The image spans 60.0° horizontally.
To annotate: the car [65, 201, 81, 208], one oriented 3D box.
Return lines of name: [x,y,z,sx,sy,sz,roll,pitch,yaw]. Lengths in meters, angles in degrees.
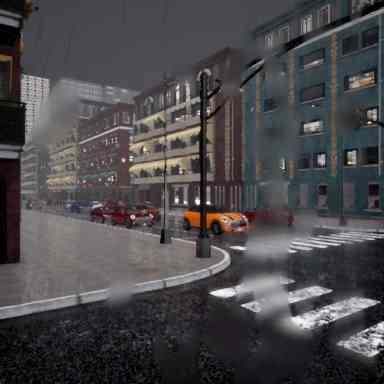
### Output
car: [-23.337,2.377,65.003,1.947,1.339,4.313,-1,0,-35]

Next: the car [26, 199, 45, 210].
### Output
car: [-26.604,2.171,55.922,1.967,1.590,4.097,-1,0,-35]

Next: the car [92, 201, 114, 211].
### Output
car: [-13.796,2.159,51.363,2.008,1.369,4.403,-1,0,-35]

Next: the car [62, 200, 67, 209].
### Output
car: [-19.718,2.212,55.369,1.812,1.442,4.674,0,-1,-35]

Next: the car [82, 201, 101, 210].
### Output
car: [-16.976,2.258,55.909,1.802,1.307,4.206,-1,0,-35]

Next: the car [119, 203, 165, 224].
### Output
car: [-4.428,1.781,28.541,1.882,1.535,5.008,0,-1,-35]

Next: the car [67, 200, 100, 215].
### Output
car: [-13.699,1.854,41.833,2.097,1.767,4.553,0,-1,-35]

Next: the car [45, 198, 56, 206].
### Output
car: [-32.882,2.328,78.644,2.192,1.841,5.009,-1,0,-35]

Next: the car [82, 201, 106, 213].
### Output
car: [-14.020,2.090,47.292,1.812,1.442,4.674,0,-1,-35]

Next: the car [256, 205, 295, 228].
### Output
car: [5.291,1.639,24.088,1.967,1.590,4.097,-1,0,-35]

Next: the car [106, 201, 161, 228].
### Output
car: [-4.341,1.694,24.095,1.967,1.590,4.097,-1,0,-35]

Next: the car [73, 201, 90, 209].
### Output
car: [-20.157,2.326,60.456,1.802,1.307,4.206,-1,0,-35]

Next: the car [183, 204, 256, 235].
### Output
car: [1.358,1.531,20.284,2.097,1.767,4.553,0,-1,-35]

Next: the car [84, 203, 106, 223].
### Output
car: [-7.519,1.904,28.641,1.802,1.307,4.206,-1,0,-35]

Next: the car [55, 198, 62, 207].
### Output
car: [-26.518,2.429,69.549,2.008,1.369,4.403,-1,0,-35]

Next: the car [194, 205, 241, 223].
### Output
car: [2.110,1.849,28.632,1.802,1.307,4.206,-1,0,-35]

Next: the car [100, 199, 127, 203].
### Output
car: [-10.620,1.855,46.817,2.192,1.841,5.009,-1,0,-35]
